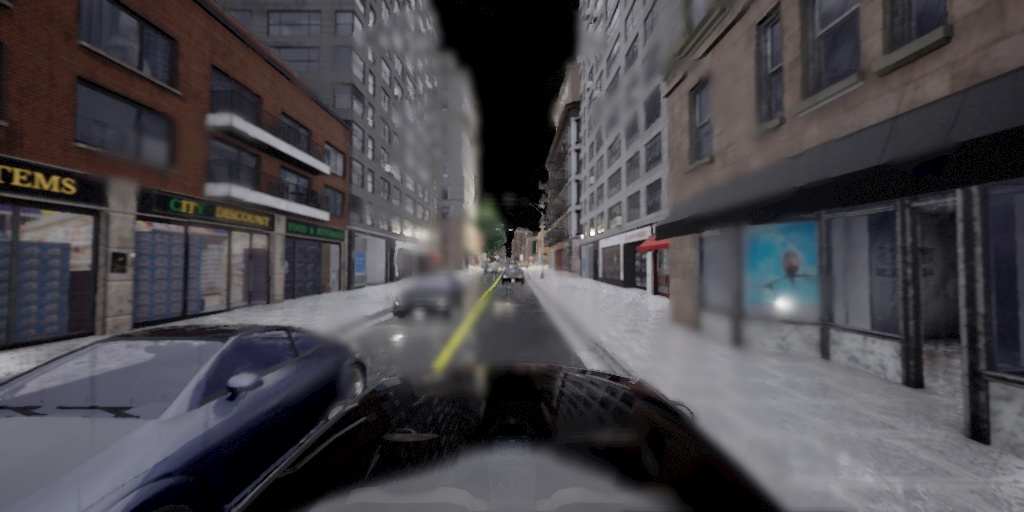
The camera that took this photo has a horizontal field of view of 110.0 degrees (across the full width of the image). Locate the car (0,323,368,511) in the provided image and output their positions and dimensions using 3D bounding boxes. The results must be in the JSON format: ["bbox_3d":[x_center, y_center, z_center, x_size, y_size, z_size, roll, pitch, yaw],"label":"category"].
[{"bbox_3d":[-2.862,1.330,3.040,1.994,1.385,4.181,0,-1,-1],"label":"car"}]

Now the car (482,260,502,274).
[{"bbox_3d":[-2.859,1.680,48.317,2.128,1.511,4.902,0,0,0],"label":"car"}]

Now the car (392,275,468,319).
[{"bbox_3d":[-2.846,1.432,13.715,2.033,1.411,5.357,0,-1,0],"label":"car"}]

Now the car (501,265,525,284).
[{"bbox_3d":[0.097,1.644,30.188,1.895,1.301,4.718,0,0,1],"label":"car"}]
